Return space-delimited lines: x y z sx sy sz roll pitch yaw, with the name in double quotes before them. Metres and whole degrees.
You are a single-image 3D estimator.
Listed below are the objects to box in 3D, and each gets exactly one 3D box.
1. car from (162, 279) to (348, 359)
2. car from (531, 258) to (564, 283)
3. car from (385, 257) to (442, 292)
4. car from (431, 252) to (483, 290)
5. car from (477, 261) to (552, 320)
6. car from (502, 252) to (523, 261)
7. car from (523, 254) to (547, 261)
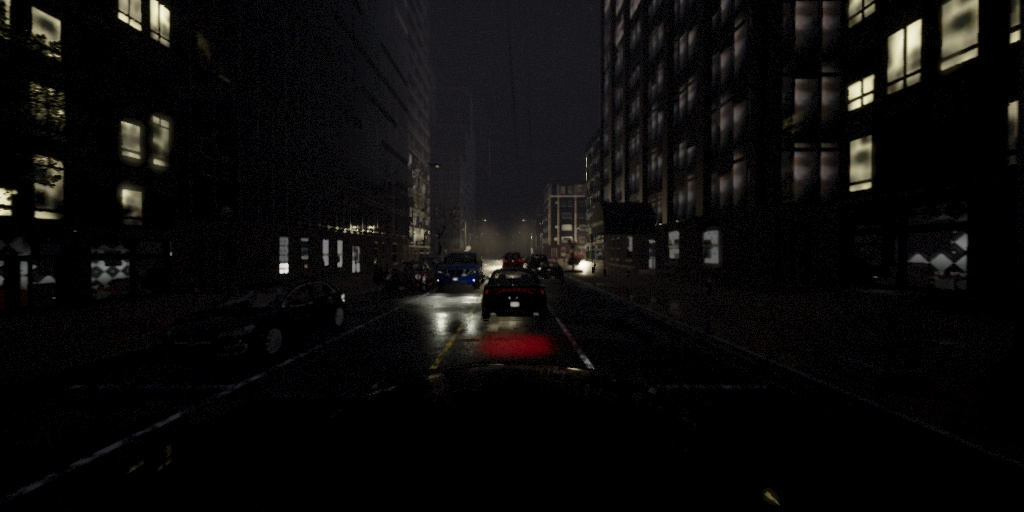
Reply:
"car" -5.314 1.234 8.128 2.007 1.370 4.403 0 0 0
"car" 2.567 1.061 24.803 2.007 1.370 4.403 0 0 0
"car" -5.313 1.008 19.245 1.967 1.591 4.097 0 0 0
"car" -2.845 0.773 20.780 2.150 2.045 5.566 0 1 0
"car" 0.049 1.119 12.119 1.882 1.535 5.008 0 1 -1
"car" 0.103 0.582 39.431 2.150 2.045 5.566 0 1 0
"car" 2.568 0.711 35.920 2.192 1.841 5.009 0 0 0
